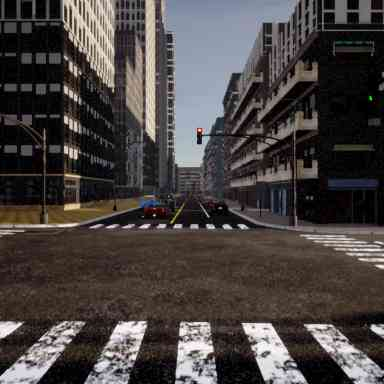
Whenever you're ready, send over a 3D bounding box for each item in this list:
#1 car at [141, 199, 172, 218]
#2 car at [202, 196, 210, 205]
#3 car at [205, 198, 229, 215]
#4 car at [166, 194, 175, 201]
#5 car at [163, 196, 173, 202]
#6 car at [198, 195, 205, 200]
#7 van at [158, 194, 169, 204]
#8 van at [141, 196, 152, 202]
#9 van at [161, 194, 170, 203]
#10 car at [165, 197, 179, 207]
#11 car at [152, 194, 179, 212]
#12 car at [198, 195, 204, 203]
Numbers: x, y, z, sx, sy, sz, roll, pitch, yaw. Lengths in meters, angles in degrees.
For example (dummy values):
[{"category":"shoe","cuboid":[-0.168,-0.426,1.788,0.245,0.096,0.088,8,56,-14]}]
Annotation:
[{"category":"car","cuboid":[-3.093,1.603,29.586,1.895,1.301,4.718,0,0,0]},{"category":"car","cuboid":[2.701,1.549,43.749,1.887,1.381,4.507,0,0,0]},{"category":"car","cuboid":[2.699,1.568,33.782,1.947,1.339,4.313,0,0,0]},{"category":"car","cuboid":[-5.665,1.336,88.986,2.192,1.841,5.009,0,0,0]},{"category":"car","cuboid":[-5.668,1.567,77.676,2.008,1.369,4.403,0,0,0]},{"category":"car","cuboid":[2.717,1.590,94.637,1.947,1.339,4.313,0,0,0]},{"category":"van","cuboid":[-5.673,1.353,66.367,1.690,1.788,3.998,0,0,0]},{"category":"van","cuboid":[-5.680,1.346,43.751,1.690,1.788,3.998,0,0,0]},{"category":"van","cuboid":[-5.671,1.355,72.022,1.690,1.788,3.998,0,0,0]},{"category":"car","cuboid":[-3.069,1.571,52.017,1.994,1.385,4.181,0,0,0]},{"category":"car","cuboid":[-3.092,1.225,39.919,2.150,2.045,5.566,0,0,0]},{"category":"car","cuboid":[2.707,1.560,60.712,2.008,1.369,4.403,0,0,0]}]
